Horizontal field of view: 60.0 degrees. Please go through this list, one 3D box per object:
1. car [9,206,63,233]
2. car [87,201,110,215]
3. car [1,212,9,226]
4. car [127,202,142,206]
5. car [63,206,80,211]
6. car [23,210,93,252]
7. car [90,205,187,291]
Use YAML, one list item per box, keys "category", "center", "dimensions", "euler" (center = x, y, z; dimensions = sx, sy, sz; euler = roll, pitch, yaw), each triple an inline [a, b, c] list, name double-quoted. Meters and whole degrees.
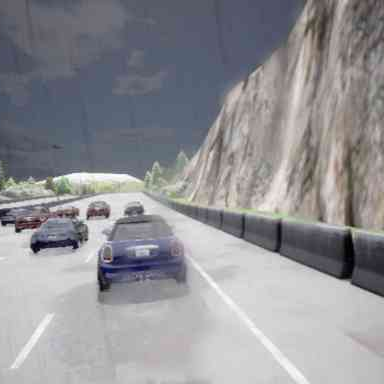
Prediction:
- category: "car"
  center: [-11.269, 1.883, 24.388]
  dimensions: [2.097, 1.767, 4.553]
  euler: [-3, 0, -10]
- category: "car"
  center: [-9.409, 1.699, 33.716]
  dimensions: [2.097, 1.767, 4.553]
  euler: [-3, 1, -10]
- category: "car"
  center: [-15.981, 2.285, 30.850]
  dimensions: [1.994, 1.385, 4.181]
  euler: [-3, 1, -10]
- category: "car"
  center: [-5.623, 1.687, 32.483]
  dimensions: [1.812, 1.442, 4.674]
  euler: [-3, 1, -10]
- category: "car"
  center: [-13.331, 2.129, 35.830]
  dimensions: [1.895, 1.301, 4.718]
  euler: [-3, 1, -10]
- category: "car"
  center: [-6.162, 1.874, 15.852]
  dimensions: [1.994, 1.385, 4.181]
  euler: [-3, 0, -10]
- category: "car"
  center: [-1.506, 1.432, 9.684]
  dimensions: [2.097, 1.767, 4.553]
  euler: [-3, 0, -10]
